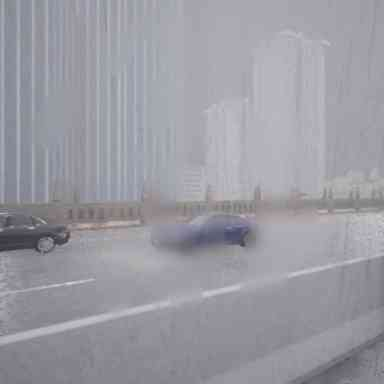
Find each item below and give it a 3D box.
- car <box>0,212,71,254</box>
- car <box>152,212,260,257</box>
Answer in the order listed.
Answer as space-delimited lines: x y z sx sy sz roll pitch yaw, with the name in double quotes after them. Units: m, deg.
-6.942 1.505 11.937 4.892 1.490 1.837 0 0 -35 "car"
0.679 1.526 13.069 4.674 1.442 1.812 0 0 -35 "car"
